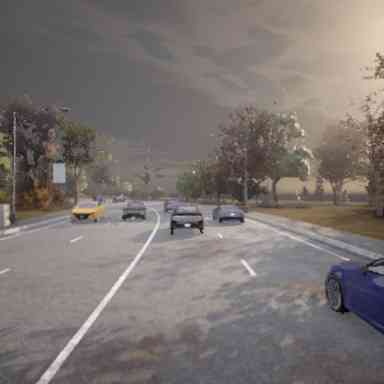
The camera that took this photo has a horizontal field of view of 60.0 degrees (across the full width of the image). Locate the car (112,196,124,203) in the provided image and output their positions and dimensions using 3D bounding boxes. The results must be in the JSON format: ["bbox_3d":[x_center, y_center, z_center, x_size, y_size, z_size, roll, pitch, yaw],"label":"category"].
[{"bbox_3d":[-14.631,1.500,66.504,1.812,1.442,4.674,0,0,-24],"label":"car"}]

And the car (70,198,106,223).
[{"bbox_3d":[-8.063,1.474,26.110,1.882,1.535,5.008,0,0,-6],"label":"car"}]

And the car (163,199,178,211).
[{"bbox_3d":[-2.268,1.547,37.932,2.033,1.411,5.357,0,0,-9],"label":"car"}]

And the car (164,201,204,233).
[{"bbox_3d":[-0.363,1.491,19.488,2.128,1.511,4.902,0,0,-3],"label":"car"}]

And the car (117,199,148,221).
[{"bbox_3d":[-4.634,1.546,27.428,2.033,1.411,5.357,0,0,-6],"label":"car"}]

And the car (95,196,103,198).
[{"bbox_3d":[-18.620,1.510,66.770,1.994,1.385,4.181,0,0,-24],"label":"car"}]

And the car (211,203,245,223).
[{"bbox_3d":[2.707,1.565,25.742,1.994,1.385,4.181,0,0,-5],"label":"car"}]

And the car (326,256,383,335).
[{"bbox_3d":[3.566,1.525,4.682,1.812,1.442,4.674,0,0,0],"label":"car"}]
